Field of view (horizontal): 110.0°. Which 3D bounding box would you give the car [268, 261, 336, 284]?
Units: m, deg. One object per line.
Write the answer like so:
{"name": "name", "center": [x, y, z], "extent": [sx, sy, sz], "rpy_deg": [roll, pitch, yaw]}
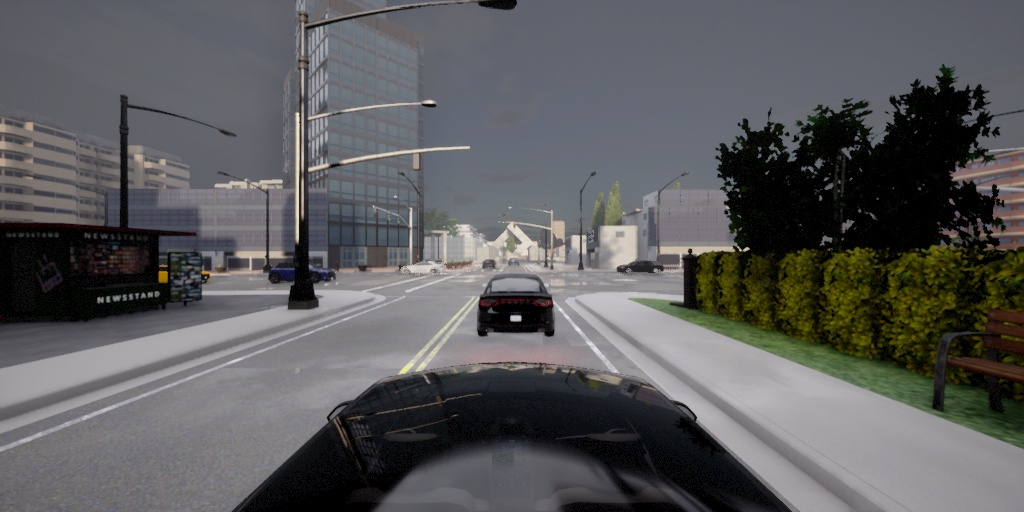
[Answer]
{"name": "car", "center": [-16.286, 1.198, 27.994], "extent": [4.553, 1.767, 2.097], "rpy_deg": [-1, 0, 0]}

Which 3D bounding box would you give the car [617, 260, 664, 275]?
{"name": "car", "center": [13.831, 1.225, 38.810], "extent": [4.892, 1.490, 1.837], "rpy_deg": [0, 0, 0]}

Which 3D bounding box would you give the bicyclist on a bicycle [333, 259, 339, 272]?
{"name": "bicyclist on a bicycle", "center": [-21.823, 1.196, 44.450], "extent": [0.582, 1.620, 1.656], "rpy_deg": [-1, 0, 0]}

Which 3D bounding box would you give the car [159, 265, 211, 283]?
{"name": "car", "center": [-26.398, 1.442, 27.957], "extent": [5.008, 1.535, 1.882], "rpy_deg": [-1, 0, 0]}

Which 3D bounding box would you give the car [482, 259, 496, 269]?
{"name": "car", "center": [-3.380, 1.204, 54.173], "extent": [1.882, 1.535, 5.008], "rpy_deg": [0, 0, 0]}

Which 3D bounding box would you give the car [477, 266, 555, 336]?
{"name": "car", "center": [0.109, 1.224, 10.391], "extent": [1.882, 1.535, 5.008], "rpy_deg": [0, 0, 1]}

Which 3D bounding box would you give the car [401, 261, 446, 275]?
{"name": "car", "center": [-9.548, 1.303, 38.718], "extent": [4.674, 1.442, 1.812], "rpy_deg": [0, 0, 0]}
